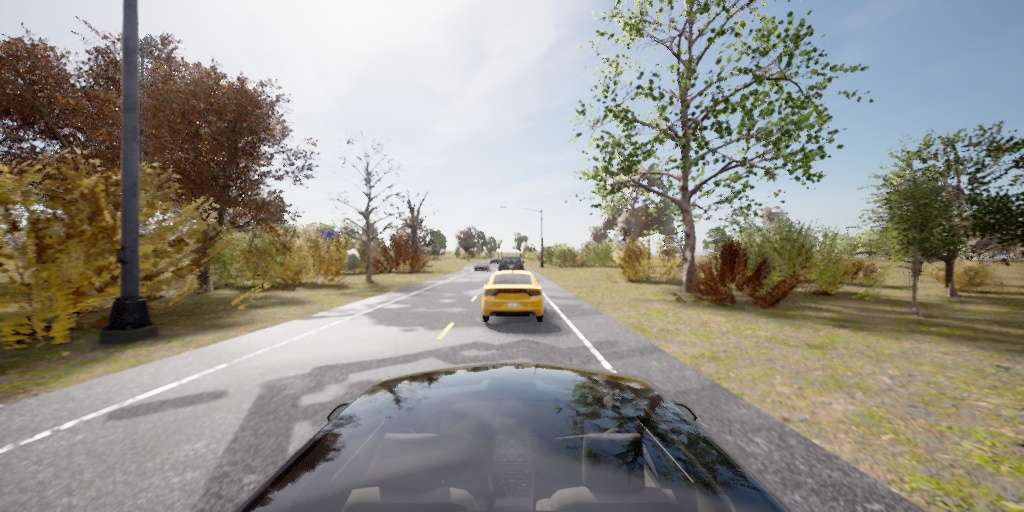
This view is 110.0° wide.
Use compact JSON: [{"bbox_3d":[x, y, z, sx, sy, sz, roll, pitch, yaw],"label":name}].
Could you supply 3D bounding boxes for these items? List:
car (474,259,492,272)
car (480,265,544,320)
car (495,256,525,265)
[{"bbox_3d":[-4.033,1.381,48.416,1.994,1.385,4.181,0,0,-2],"label":"car"},{"bbox_3d":[0.028,1.247,12.669,1.882,1.535,5.008,0,0,0],"label":"car"},{"bbox_3d":[-0.078,1.022,31.234,2.150,2.045,5.566,0,0,0],"label":"car"}]
